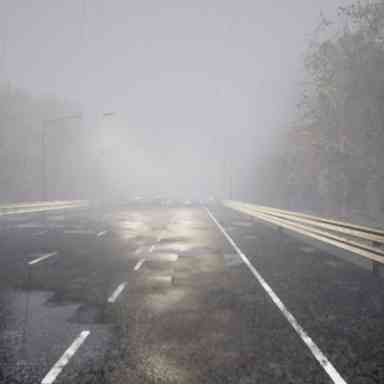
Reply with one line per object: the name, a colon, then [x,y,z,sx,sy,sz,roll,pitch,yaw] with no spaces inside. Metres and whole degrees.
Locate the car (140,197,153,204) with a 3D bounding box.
car: [-9.915,1.859,73.394,2.033,1.411,5.357,0,0,0]

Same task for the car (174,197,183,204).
car: [-2.913,1.840,73.553,1.882,1.535,5.008,0,0,0]

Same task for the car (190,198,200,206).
car: [0.495,1.936,62.243,2.033,1.411,5.357,0,0,0]

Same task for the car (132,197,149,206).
car: [-10.005,1.882,62.328,2.033,1.411,5.357,0,0,0]

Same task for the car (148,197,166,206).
car: [-6.505,1.856,62.300,1.837,1.490,4.892,0,0,0]

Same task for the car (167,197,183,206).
car: [-3.005,1.868,62.271,2.128,1.511,4.902,0,0,0]

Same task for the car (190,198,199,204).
car: [0.586,1.976,73.586,1.895,1.301,4.718,0,0,0]
